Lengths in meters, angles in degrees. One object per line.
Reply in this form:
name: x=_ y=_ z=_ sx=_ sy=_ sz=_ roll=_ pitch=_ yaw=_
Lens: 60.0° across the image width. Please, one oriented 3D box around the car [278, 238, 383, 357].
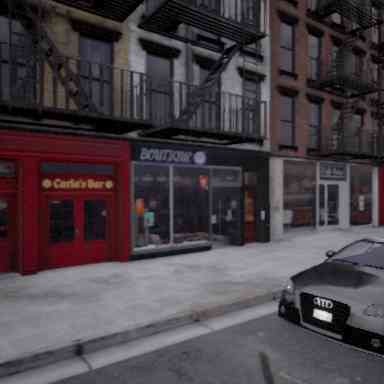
car: x=3.465 y=1.552 z=5.852 sx=4.181 sy=1.385 sz=1.994 roll=0 pitch=0 yaw=-36
